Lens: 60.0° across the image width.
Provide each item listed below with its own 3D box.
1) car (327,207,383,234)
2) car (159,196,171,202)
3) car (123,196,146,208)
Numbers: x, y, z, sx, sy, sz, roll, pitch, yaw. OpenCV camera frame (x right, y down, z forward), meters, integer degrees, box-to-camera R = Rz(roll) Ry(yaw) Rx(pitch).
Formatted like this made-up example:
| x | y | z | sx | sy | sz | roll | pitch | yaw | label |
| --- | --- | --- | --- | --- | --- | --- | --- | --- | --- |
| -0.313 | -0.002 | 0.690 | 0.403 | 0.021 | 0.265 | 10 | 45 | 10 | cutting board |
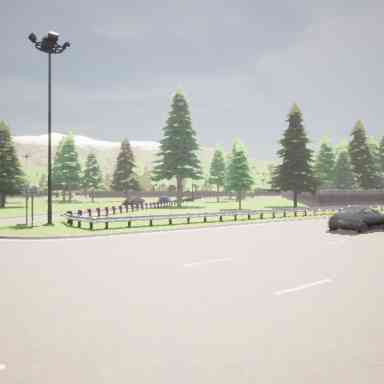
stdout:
| x | y | z | sx | sy | sz | roll | pitch | yaw | label |
| --- | --- | --- | --- | --- | --- | --- | --- | --- | --- |
| 9.735 | 1.564 | 19.264 | 4.181 | 1.385 | 1.994 | 0 | 0 | -35 | car |
| -5.649 | 1.477 | 69.721 | 1.882 | 1.535 | 5.008 | 0 | 0 | 5 | car |
| -8.101 | 1.352 | 47.374 | 2.097 | 1.767 | 4.553 | 0 | 0 | 9 | car |
